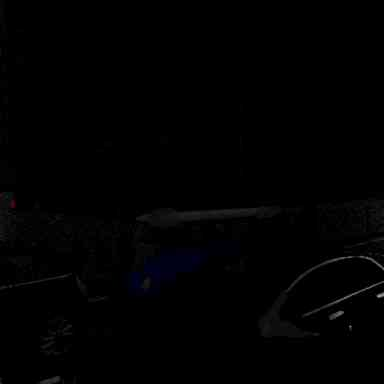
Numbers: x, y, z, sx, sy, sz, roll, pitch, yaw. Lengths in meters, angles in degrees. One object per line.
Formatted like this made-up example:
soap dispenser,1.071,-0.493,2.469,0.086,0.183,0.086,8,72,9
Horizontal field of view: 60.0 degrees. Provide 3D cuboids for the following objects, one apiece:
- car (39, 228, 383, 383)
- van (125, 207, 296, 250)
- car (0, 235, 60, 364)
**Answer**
car,0.991,1.449,4.089,4.892,1.490,1.837,-1,0,-36
van,0.499,1.259,7.028,3.998,1.788,1.690,-1,0,-36
car,-3.472,1.452,4.185,4.097,1.590,1.967,-1,0,-36
